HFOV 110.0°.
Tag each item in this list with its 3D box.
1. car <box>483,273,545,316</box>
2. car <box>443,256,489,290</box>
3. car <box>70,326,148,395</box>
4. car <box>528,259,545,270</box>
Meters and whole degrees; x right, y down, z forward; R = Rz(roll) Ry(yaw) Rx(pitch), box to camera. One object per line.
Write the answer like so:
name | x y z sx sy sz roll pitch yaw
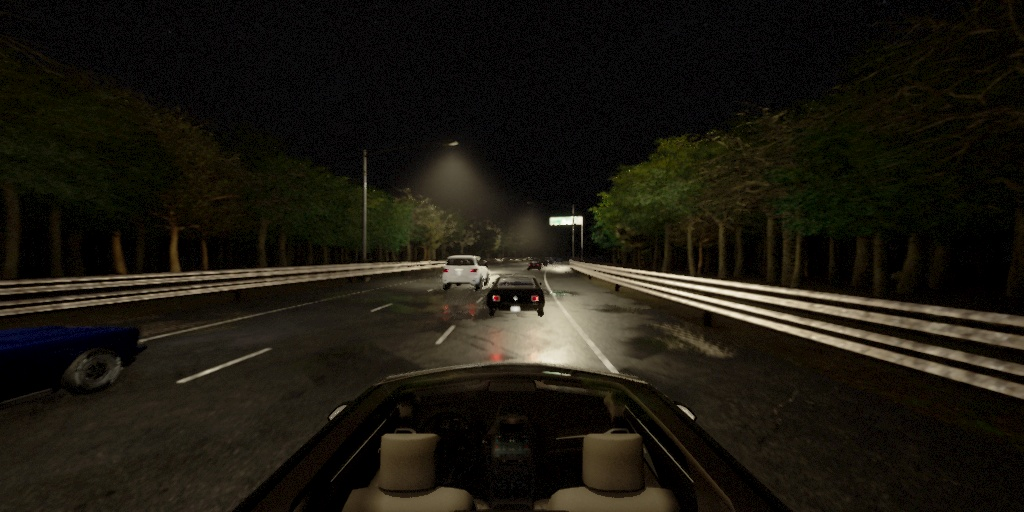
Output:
car | 0.187 1.363 13.439 1.895 1.301 4.718 0 0 2
car | -2.807 0.989 22.670 2.150 2.045 5.566 0 0 3
car | -6.873 1.338 3.647 1.895 1.301 4.718 0 0 0
car | 3.451 1.335 53.557 2.033 1.411 5.357 0 0 8
